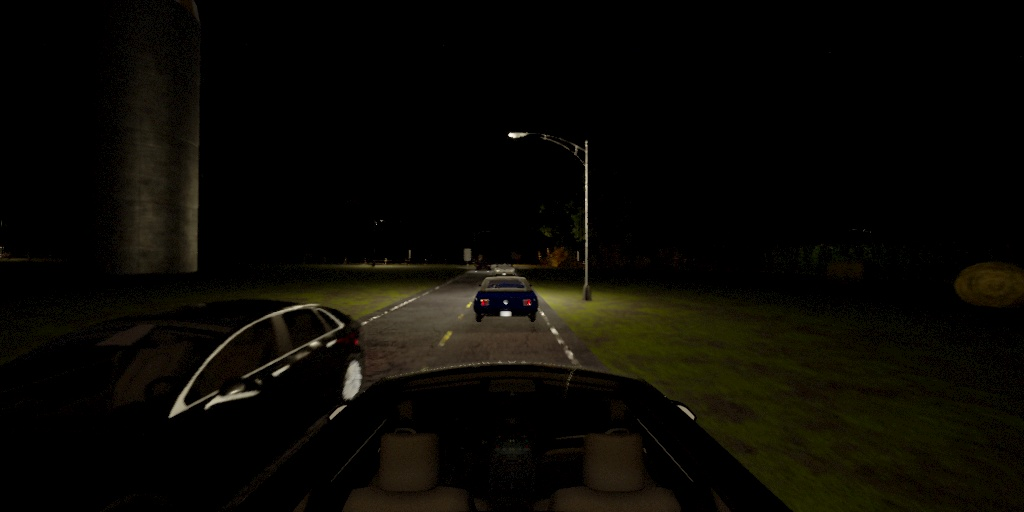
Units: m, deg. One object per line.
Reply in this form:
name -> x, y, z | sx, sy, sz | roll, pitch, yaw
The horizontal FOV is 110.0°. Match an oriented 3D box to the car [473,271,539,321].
car -> -0.219, 1.355, 12.415 | 1.895, 1.301, 4.718 | 0, 0, -1

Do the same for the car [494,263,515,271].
car -> -0.728, 1.368, 34.512 | 1.895, 1.301, 4.718 | 0, 0, -1

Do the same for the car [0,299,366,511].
car -> -2.960, 1.252, 3.282 | 1.837, 1.490, 4.892 | 0, 0, -1

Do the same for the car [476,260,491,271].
car -> -3.943, 1.261, 50.445 | 1.882, 1.535, 5.008 | 0, 0, -1
